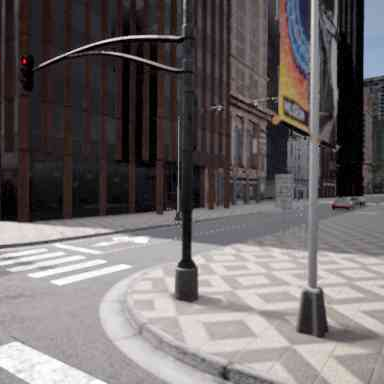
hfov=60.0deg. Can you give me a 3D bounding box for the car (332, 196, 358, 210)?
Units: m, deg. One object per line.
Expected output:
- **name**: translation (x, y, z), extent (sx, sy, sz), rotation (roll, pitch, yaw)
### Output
- **car**: translation (18.611, 1.474, 40.882), extent (1.994, 1.385, 4.181), rotation (1, 1, 36)

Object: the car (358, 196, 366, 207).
- **car**: translation (24.331, 1.361, 49.075), extent (2.128, 1.511, 4.902), rotation (1, 1, 35)
